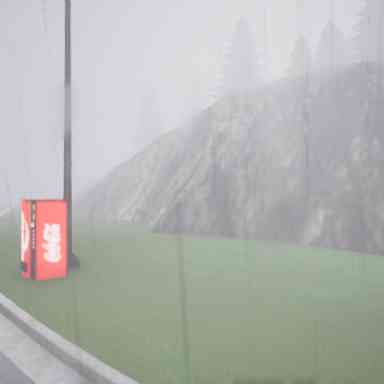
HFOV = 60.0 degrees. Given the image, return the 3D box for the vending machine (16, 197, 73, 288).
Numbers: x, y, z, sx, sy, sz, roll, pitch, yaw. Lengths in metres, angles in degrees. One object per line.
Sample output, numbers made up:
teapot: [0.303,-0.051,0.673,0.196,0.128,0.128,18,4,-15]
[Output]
vending machine: [-3.726,1.174,8.411,1.100,2.100,0.880,0,0,-41]
